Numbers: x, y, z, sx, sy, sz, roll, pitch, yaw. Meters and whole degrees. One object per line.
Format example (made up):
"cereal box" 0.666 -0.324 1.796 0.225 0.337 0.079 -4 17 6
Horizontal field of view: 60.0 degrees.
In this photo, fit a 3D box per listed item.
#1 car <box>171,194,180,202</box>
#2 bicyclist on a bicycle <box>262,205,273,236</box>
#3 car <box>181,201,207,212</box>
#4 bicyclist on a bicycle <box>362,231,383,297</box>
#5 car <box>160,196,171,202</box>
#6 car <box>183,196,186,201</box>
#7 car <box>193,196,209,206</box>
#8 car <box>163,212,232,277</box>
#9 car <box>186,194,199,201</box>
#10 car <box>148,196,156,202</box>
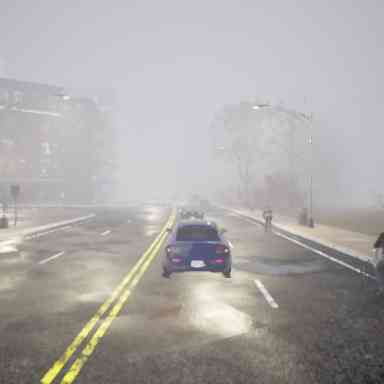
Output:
"car" -4.380 1.565 91.002 2.150 2.045 5.566 0 0 -7
"bicyclist on a bicycle" 4.170 1.572 18.307 0.582 1.620 1.656 0 -1 0
"car" -0.029 1.731 28.374 1.895 1.301 4.718 0 0 -1
"bicyclist on a bicycle" 4.172 1.439 7.247 0.659 1.776 1.843 0 0 0
"car" -7.467 1.791 89.368 1.882 1.535 5.008 0 0 -6
"car" -1.236 1.723 92.114 2.097 1.767 4.553 0 0 -7
"car" 1.854 1.836 58.805 1.994 1.385 4.181 0 0 -4
"car" 0.142 1.577 10.302 1.812 1.442 4.674 0 0 0
"car" 0.511 1.550 75.079 2.150 2.045 5.566 0 0 -5
"car" -10.693 1.768 88.974 1.882 1.535 5.008 0 0 -6
